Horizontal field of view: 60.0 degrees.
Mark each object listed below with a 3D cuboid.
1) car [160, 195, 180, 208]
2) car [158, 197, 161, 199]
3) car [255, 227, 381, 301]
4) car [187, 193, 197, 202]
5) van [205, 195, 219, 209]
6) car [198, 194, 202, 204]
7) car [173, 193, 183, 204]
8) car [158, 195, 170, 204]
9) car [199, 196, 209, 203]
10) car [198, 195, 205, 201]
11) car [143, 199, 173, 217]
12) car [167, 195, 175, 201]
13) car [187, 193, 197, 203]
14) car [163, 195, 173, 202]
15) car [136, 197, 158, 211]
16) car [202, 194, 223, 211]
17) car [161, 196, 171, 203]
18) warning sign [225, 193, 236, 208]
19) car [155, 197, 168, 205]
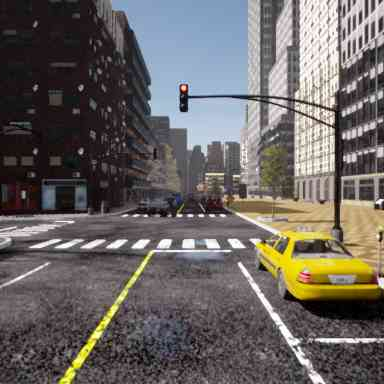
[{"bbox_3d":[-3.116,1.526,48.226,1.837,1.490,4.892,0,0,0],"label":"car"},{"bbox_3d":[-5.717,1.584,57.069,2.008,1.369,4.403,0,0,0],"label":"car"},{"bbox_3d":[2.683,1.525,8.250,1.752,1.417,4.829,0,0,0],"label":"car"},{"bbox_3d":[-0.032,1.210,79.716,2.150,2.045,5.566,0,0,0],"label":"car"},{"bbox_3d":[2.666,1.360,46.019,1.690,1.788,3.998,0,0,0],"label":"van"},{"bbox_3d":[2.659,1.357,62.598,2.192,1.841,5.009,0,0,0],"label":"car"},{"bbox_3d":[-3.039,1.273,67.272,2.150,2.045,5.566,0,0,0],"label":"car"},{"bbox_3d":[-5.723,1.491,68.122,1.967,1.590,4.097,0,0,0],"label":"car"},{"bbox_3d":[2.656,1.605,73.652,1.887,1.381,4.507,0,0,0],"label":"car"},{"bbox_3d":[2.649,1.618,90.402,1.752,1.417,4.829,0,0,0],"label":"car"},{"bbox_3d":[-3.114,1.610,31.601,1.895,1.301,4.718,0,0,0],"label":"car"},{"bbox_3d":[-5.731,1.617,90.059,1.752,1.417,4.829,0,0,0],"label":"car"},{"bbox_3d":[-0.029,1.558,69.268,1.837,1.490,4.892,0,0,0],"label":"car"},{"bbox_3d":[-5.727,1.510,79.176,1.967,1.590,4.097,0,0,0],"label":"car"},{"bbox_3d":[-5.710,1.564,40.489,2.008,1.369,4.403,0,0,0],"label":"car"},{"bbox_3d":[2.669,1.329,40.493,2.192,1.841,5.009,0,0,0],"label":"car"},{"bbox_3d":[-5.724,1.643,73.649,1.802,1.307,4.206,0,0,0],"label":"car"},{"bbox_3d":[5.054,1.132,43.750,1.300,1.860,1.060,0,0,0],"label":"warning sign"},{"bbox_3d":[-5.720,1.587,62.594,1.887,1.381,4.507,0,0,0],"label":"car"}]
